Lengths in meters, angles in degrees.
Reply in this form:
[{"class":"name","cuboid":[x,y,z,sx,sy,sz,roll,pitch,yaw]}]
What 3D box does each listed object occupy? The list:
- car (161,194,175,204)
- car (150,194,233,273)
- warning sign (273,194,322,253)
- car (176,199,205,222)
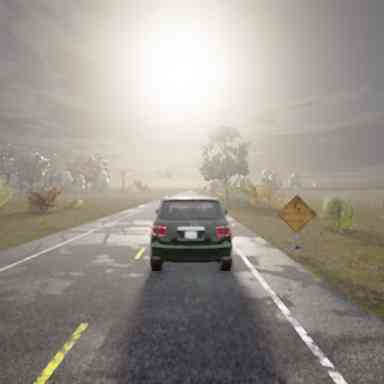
[{"class":"car","cuboid":[-3.832,1.033,53.648,1.882,1.535,5.008,0,0,0]},{"class":"car","cuboid":[-0.011,1.122,10.571,2.150,2.045,5.566,0,0,0]},{"class":"warning sign","cuboid":[3.492,1.017,11.108,1.300,1.860,1.060,0,0,0]},{"class":"car","cuboid":[-0.085,1.329,25.441,2.033,1.411,5.357,0,0,0]}]
